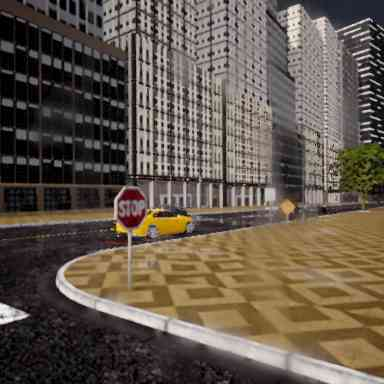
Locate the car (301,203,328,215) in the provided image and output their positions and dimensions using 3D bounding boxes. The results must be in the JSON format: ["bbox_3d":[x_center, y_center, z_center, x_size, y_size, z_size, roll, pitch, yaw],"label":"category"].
[{"bbox_3d":[16.087,2.247,42.984,1.994,1.385,4.181,-1,-1,36],"label":"car"}]

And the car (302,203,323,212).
[{"bbox_3d":[19.097,2.470,52.703,1.895,1.301,4.718,-1,-1,36],"label":"car"}]

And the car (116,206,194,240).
[{"bbox_3d":[-1.867,1.667,18.424,1.882,1.535,5.008,-1,-1,36],"label":"car"}]

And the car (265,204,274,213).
[{"bbox_3d":[12.602,2.392,49.343,1.895,1.301,4.718,-1,-1,36],"label":"car"}]

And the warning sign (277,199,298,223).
[{"bbox_3d":[7.698,1.481,26.736,1.300,1.860,1.060,1,0,36],"label":"warning sign"}]

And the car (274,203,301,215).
[{"bbox_3d":[13.058,2.206,44.362,1.837,1.490,4.892,-1,-1,37],"label":"car"}]

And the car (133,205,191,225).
[{"bbox_3d":[-2.463,1.926,28.864,2.033,1.411,5.357,-1,-1,36],"label":"car"}]
